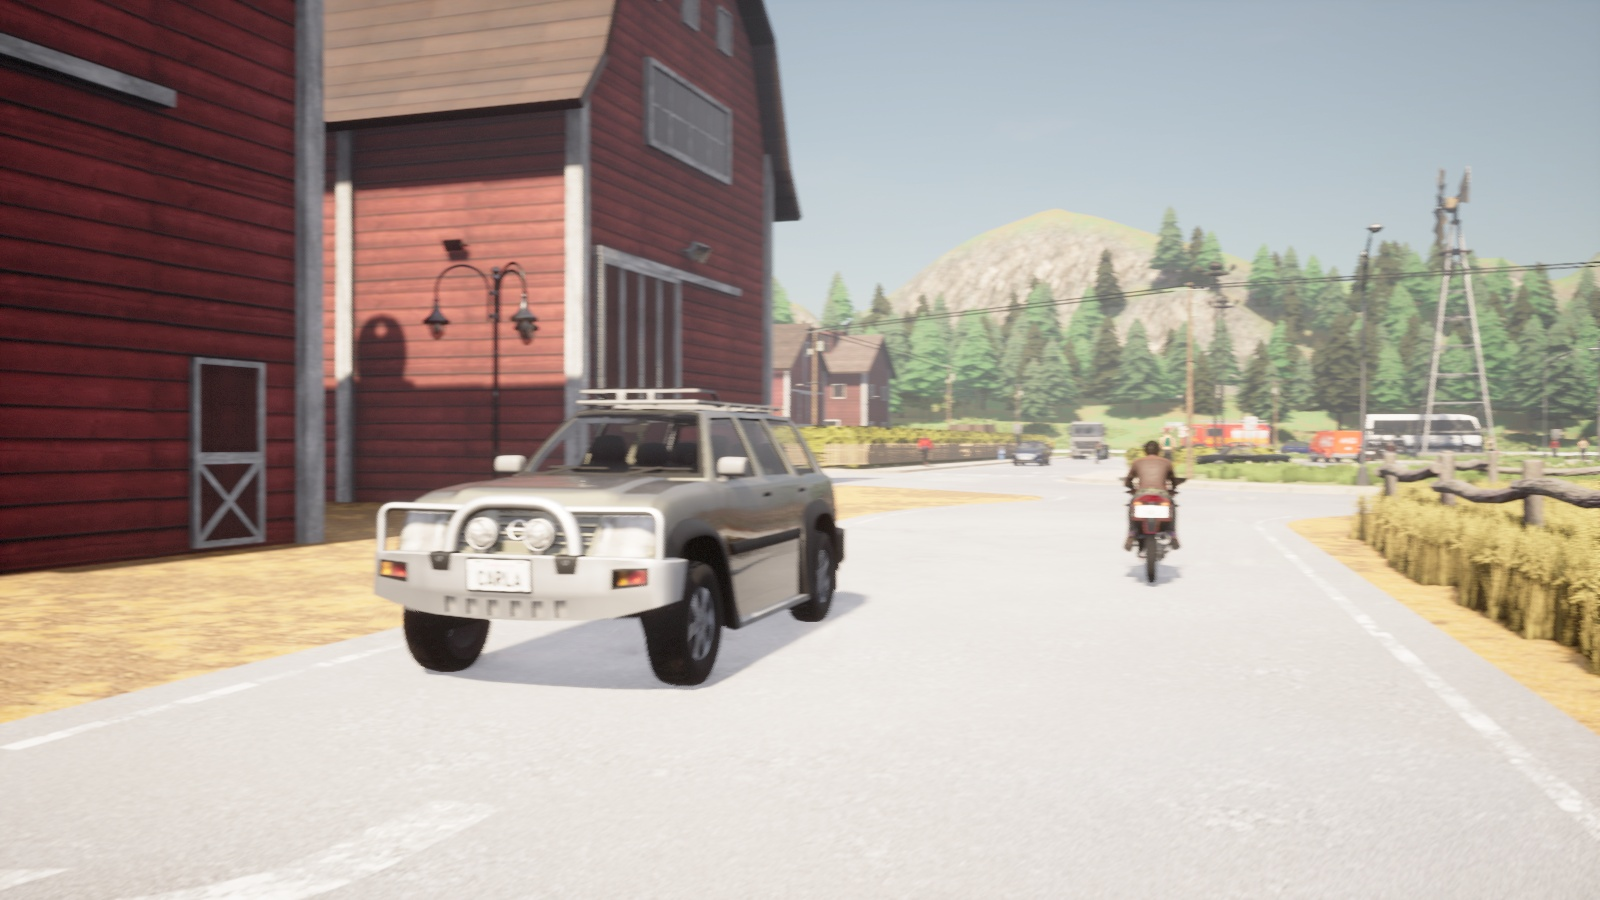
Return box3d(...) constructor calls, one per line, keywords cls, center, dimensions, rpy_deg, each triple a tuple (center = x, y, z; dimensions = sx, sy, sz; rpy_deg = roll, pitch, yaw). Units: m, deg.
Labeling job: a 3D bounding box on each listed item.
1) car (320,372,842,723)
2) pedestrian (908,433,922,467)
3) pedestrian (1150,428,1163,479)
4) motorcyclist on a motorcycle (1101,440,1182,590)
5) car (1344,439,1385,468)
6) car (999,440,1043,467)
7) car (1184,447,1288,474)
box3d(cls="car", center=(-1.185, 0.500, 9.116), dimensions=(1.932, 1.855, 4.605), rpy_deg=(0, 0, 16))
box3d(cls="pedestrian", center=(6.258, -0.009, 68.147), dimensions=(0.634, 1.844, 0.899), rpy_deg=(0, 0, 15))
box3d(cls="pedestrian", center=(12.917, 0.122, 45.496), dimensions=(0.345, 1.836, 0.594), rpy_deg=(0, 0, 7))
box3d(cls="motorcyclist on a motorcycle", center=(3.781, 0.655, 13.885), dimensions=(0.797, 1.523, 2.044), rpy_deg=(0, 0, 16))
box3d(cls="car", center=(36.249, 0.199, 80.669), dimensions=(1.932, 1.855, 4.605), rpy_deg=(0, 1, 18))
box3d(cls="car", center=(14.189, 0.220, 80.427), dimensions=(2.033, 1.649, 4.856), rpy_deg=(0, 0, 19))
box3d(cls="car", center=(22.157, 0.530, 64.016), dimensions=(4.718, 1.301, 1.895), rpy_deg=(0, 0, 7))
